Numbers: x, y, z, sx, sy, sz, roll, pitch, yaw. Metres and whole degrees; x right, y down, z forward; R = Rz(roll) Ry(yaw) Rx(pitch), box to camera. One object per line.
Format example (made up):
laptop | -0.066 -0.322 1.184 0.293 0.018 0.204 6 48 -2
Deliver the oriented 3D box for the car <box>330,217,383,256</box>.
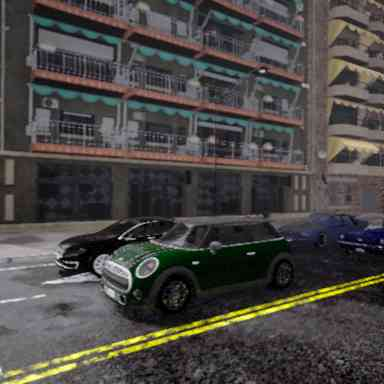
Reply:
car | 7.714 1.753 12.818 4.718 1.301 1.895 1 0 -33

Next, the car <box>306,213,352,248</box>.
car | 6.438 1.705 15.861 5.357 1.411 2.033 1 0 -34

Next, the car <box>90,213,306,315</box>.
car | 0.277 1.398 7.768 4.553 1.767 2.097 1 0 -35

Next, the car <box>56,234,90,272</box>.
car | -1.633 1.548 10.399 4.892 1.490 1.837 1 0 -35
